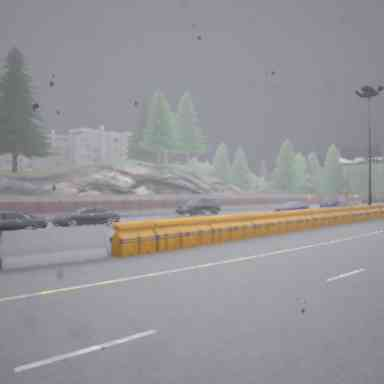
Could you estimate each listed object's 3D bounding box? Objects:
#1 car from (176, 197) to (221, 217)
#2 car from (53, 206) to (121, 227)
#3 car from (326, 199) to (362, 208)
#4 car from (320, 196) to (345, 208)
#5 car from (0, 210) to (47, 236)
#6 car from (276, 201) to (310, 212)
[{"bbox_3d":[0.807,1.616,36.719,5.566,2.045,2.150,1,-1,-43],"label":"car"},{"bbox_3d":[-7.680,1.835,24.609,4.892,1.490,1.837,1,-1,-39],"label":"car"},{"bbox_3d":[18.092,1.826,38.682,5.357,1.411,2.033,0,-1,-43],"label":"car"},{"bbox_3d":[22.318,1.627,52.284,5.566,2.045,2.150,0,-1,-42],"label":"car"},{"bbox_3d":[-10.527,1.786,18.034,4.892,1.490,1.837,1,-1,-36],"label":"car"},{"bbox_3d":[11.261,1.792,37.031,5.008,1.535,1.882,0,-1,-44],"label":"car"}]
